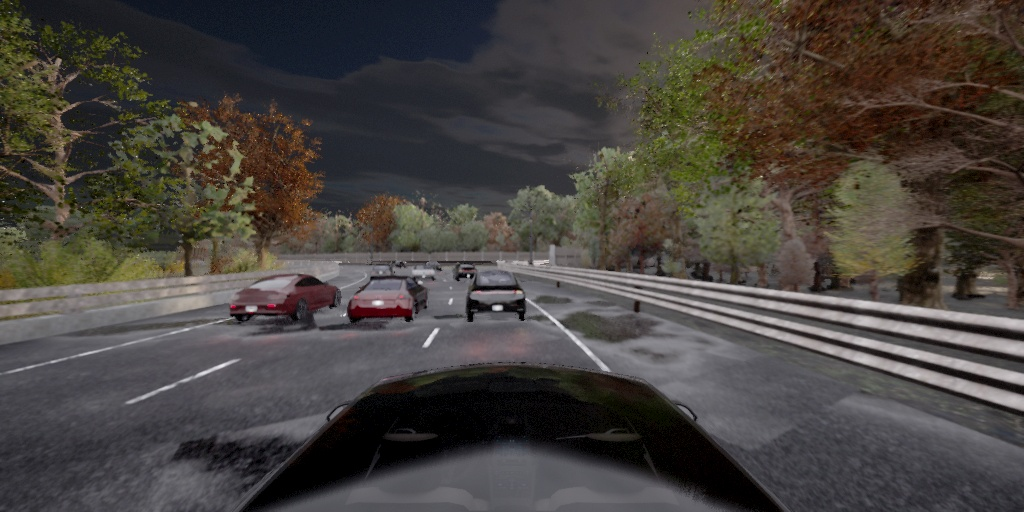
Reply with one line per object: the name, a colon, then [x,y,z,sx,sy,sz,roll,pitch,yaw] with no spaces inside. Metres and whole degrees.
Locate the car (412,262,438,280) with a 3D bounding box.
car: [-8.185,1.477,32.824,1.895,1.301,4.718,0,0,-17]

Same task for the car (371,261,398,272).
car: [-11.465,1.433,31.758,2.033,1.411,5.357,0,0,-17]

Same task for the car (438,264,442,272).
car: [-11.274,1.541,50.247,1.895,1.301,4.718,0,0,-25]

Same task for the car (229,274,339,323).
car: [-7.624,1.338,12.478,1.812,1.442,4.674,0,0,-5]

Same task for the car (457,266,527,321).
car: [-0.633,1.277,12.651,2.128,1.511,4.902,0,0,-5]

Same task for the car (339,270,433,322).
car: [-4.148,1.363,12.598,1.994,1.385,4.181,0,0,-5]

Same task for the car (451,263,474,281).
car: [-4.155,1.360,31.417,1.837,1.490,4.892,0,0,-15]
